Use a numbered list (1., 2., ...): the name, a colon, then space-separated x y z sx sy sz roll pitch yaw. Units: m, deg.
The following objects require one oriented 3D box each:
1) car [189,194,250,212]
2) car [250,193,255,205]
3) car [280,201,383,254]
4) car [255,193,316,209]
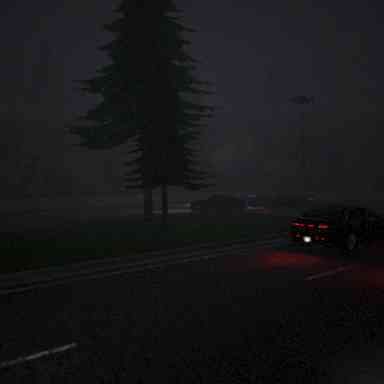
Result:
1. car: 2.200 0.935 29.000 5.008 1.535 1.882 -1 0 19
2. car: 6.315 0.829 34.767 4.181 1.385 1.994 -1 1 25
3. car: 5.563 1.175 12.038 4.892 1.490 1.837 -2 2 -38
4. car: 8.500 0.795 29.591 4.902 1.511 2.128 0 1 43
